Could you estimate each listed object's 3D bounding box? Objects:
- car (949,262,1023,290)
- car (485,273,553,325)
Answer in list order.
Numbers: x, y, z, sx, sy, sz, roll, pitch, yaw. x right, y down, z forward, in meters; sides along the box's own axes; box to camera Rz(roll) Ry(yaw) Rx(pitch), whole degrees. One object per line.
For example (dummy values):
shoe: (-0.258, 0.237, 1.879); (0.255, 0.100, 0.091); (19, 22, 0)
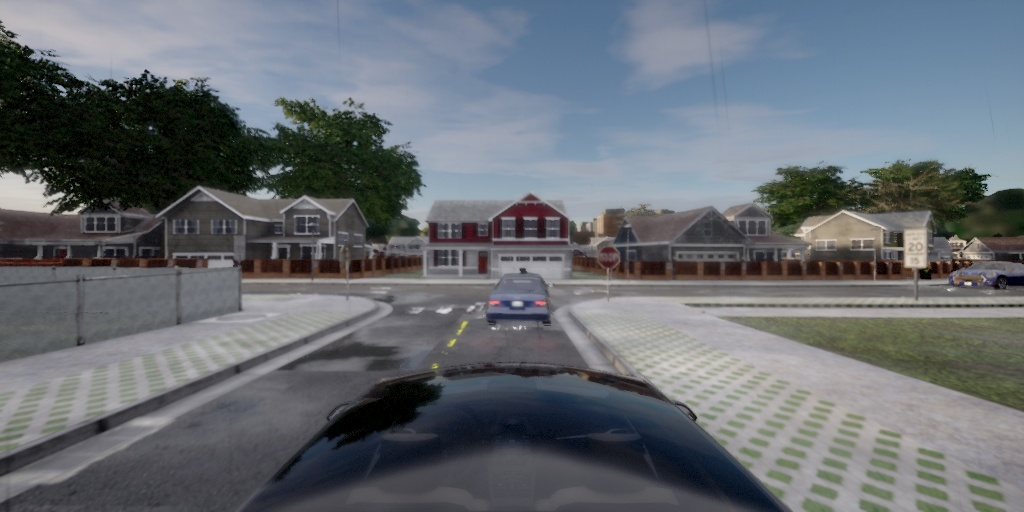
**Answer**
car: (30.762, 1.157, 23.001); (4.553, 1.767, 2.097); (0, 0, -13)
car: (0.344, 1.256, 11.612); (2.033, 1.411, 5.357); (0, 0, 5)
